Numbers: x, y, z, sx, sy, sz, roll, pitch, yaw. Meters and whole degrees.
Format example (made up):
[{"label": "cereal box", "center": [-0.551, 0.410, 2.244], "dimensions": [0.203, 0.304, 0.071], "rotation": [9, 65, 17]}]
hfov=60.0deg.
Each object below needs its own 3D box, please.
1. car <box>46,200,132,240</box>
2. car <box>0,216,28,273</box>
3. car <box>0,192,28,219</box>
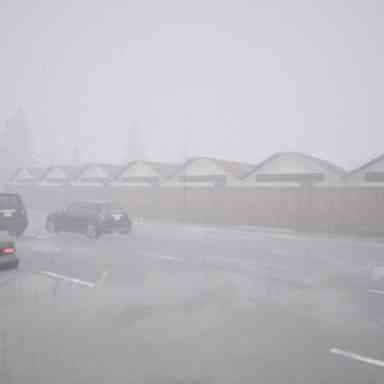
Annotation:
[{"label": "car", "center": [-5.102, 1.173, 16.229], "dimensions": [4.553, 1.767, 2.097], "rotation": [1, 1, 35]}, {"label": "car", "center": [-6.679, 1.409, 8.777], "dimensions": [5.357, 1.411, 2.033], "rotation": [1, 1, 35]}, {"label": "car", "center": [-9.757, 1.000, 15.226], "dimensions": [5.566, 2.045, 2.150], "rotation": [1, 1, 35]}]
